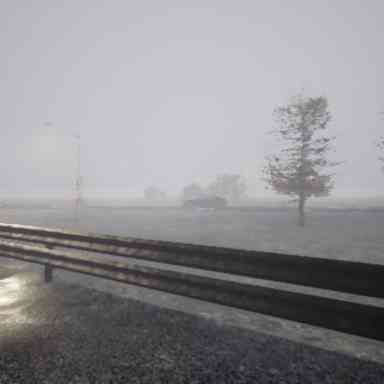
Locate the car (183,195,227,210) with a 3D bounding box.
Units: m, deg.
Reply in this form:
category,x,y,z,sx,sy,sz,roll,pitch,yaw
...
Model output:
category,x,y,z,sx,sy,sz,roll,pitch,yaw
car,1.404,1.116,36.403,4.902,1.511,2.128,0,0,12
